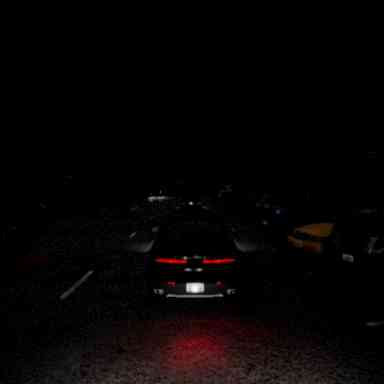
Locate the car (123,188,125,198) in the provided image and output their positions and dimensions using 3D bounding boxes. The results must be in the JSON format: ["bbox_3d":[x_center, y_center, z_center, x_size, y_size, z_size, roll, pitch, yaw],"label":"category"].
[{"bbox_3d":[-11.260,0.500,41.168,4.792,1.488,2.163,-1,1,-21],"label":"car"}]

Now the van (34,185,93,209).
[{"bbox_3d":[-11.312,0.542,29.262,4.442,1.987,1.878,-1,2,-20],"label":"van"}]

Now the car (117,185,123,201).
[{"bbox_3d":[-11.236,0.293,38.195,5.566,2.045,2.435,-1,1,-20],"label":"car"}]

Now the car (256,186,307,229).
[{"bbox_3d":[5.875,0.888,13.957,5.566,2.045,2.435,0,1,-20],"label":"car"}]

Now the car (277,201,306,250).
[{"bbox_3d":[5.692,1.209,10.862,5.366,1.575,1.946,0,2,-20],"label":"car"}]

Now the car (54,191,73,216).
[{"bbox_3d":[-11.162,0.913,23.403,4.892,1.521,2.231,-1,2,-20],"label":"car"}]

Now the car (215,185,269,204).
[{"bbox_3d":[5.713,0.290,38.133,5.566,2.045,2.435,0,1,-20],"label":"car"}]

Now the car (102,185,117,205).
[{"bbox_3d":[-11.219,0.367,35.237,5.566,2.045,2.435,-1,1,-20],"label":"car"}]

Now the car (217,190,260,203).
[{"bbox_3d":[5.688,0.496,41.163,4.792,1.488,2.163,0,1,-20],"label":"car"}]

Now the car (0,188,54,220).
[{"bbox_3d":[-11.173,0.860,20.425,4.553,1.767,2.185,-1,1,-20],"label":"car"}]

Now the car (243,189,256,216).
[{"bbox_3d":[5.779,0.864,19.983,4.553,1.767,2.185,0,1,-20],"label":"car"}]

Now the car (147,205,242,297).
[{"bbox_3d":[0.035,1.304,8.059,1.837,1.490,4.892,0,2,0],"label":"car"}]

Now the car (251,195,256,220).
[{"bbox_3d":[5.795,1.094,16.964,4.792,1.488,2.163,0,2,-20],"label":"car"}]

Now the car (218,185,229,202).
[{"bbox_3d":[5.692,0.365,35.073,5.566,2.045,2.435,0,2,-21],"label":"car"}]

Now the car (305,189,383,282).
[{"bbox_3d":[5.855,1.036,7.895,5.566,2.045,2.435,0,2,-20],"label":"car"}]

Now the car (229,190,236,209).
[{"bbox_3d":[5.775,0.843,26.034,4.892,1.521,2.231,0,2,-20],"label":"car"}]

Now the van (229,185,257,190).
[{"bbox_3d":[5.859,0.541,29.096,4.442,1.987,1.878,0,1,-20],"label":"van"}]

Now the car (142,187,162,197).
[{"bbox_3d":[-6.951,-0.071,57.480,2.097,1.767,4.553,-1,2,-28],"label":"car"}]

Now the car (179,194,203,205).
[{"bbox_3d":[-0.087,0.866,27.554,2.033,1.411,5.357,0,1,0],"label":"car"}]

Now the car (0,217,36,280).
[{"bbox_3d":[-5.152,1.440,6.465,1.895,1.301,4.718,0,1,0],"label":"car"}]

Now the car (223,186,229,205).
[{"bbox_3d":[5.763,0.566,32.080,4.553,1.767,2.185,0,2,-20],"label":"car"}]

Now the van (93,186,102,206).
[{"bbox_3d":[-11.330,0.469,32.220,4.442,1.987,1.878,-1,2,-20],"label":"van"}]

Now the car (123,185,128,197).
[{"bbox_3d":[-11.320,0.147,44.077,5.566,2.045,2.435,-1,2,-20],"label":"car"}]

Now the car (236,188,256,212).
[{"bbox_3d":[5.751,0.790,23.011,4.553,1.767,2.185,0,1,-20],"label":"car"}]
